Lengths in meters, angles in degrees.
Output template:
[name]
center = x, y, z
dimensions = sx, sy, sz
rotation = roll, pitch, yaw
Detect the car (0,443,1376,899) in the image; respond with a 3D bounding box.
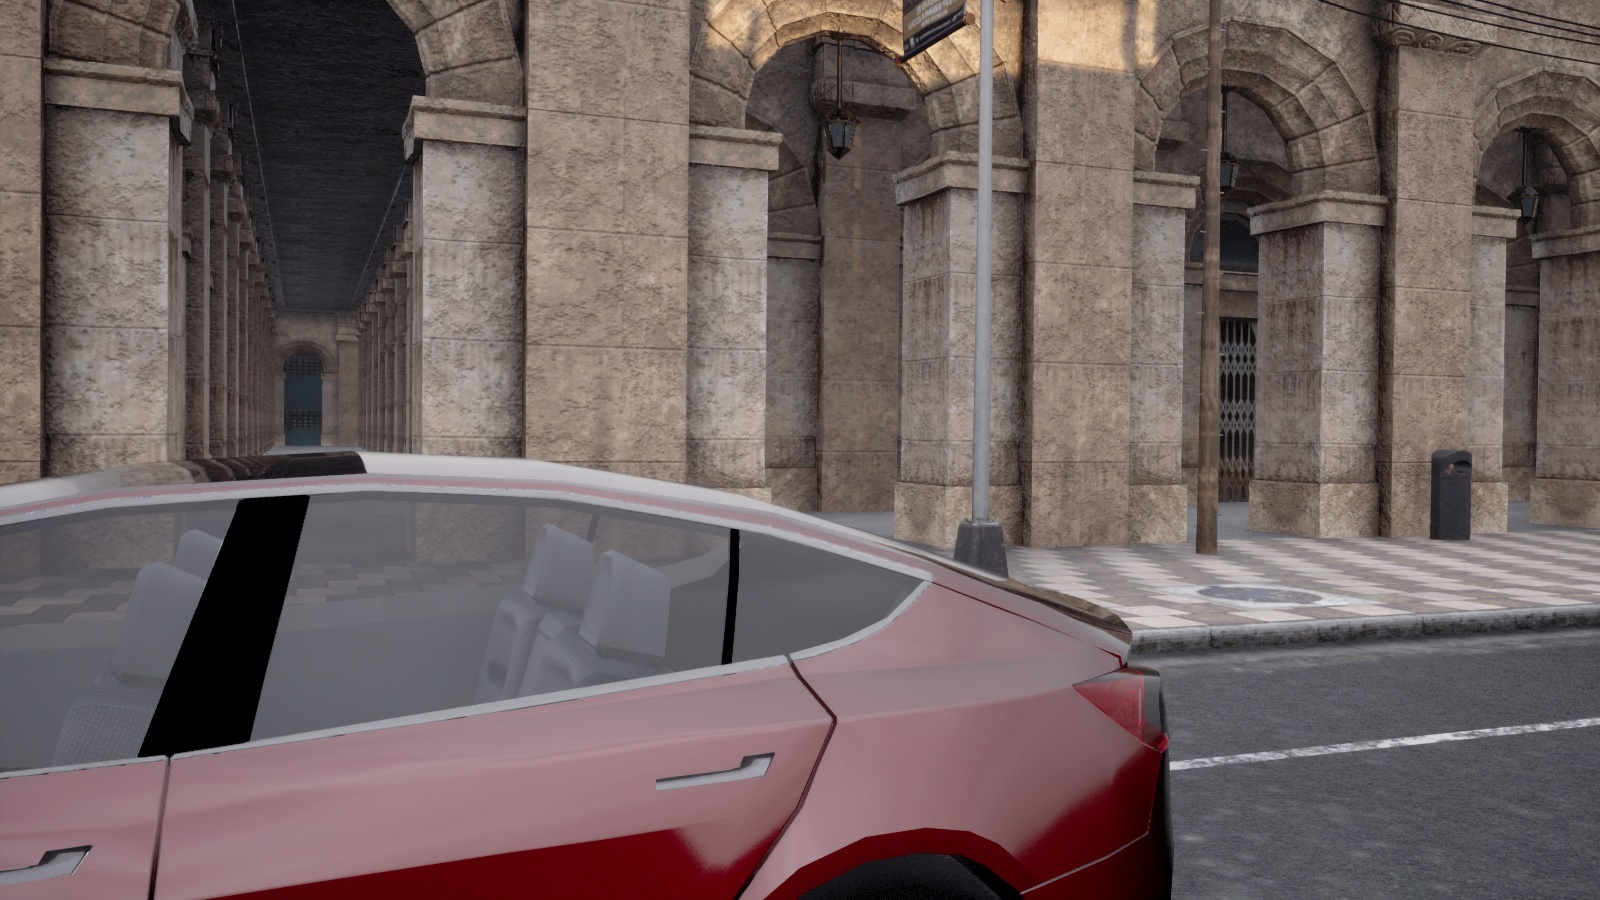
[car]
center = -1.450, 0.769, 2.707
dimensions = 4.792, 1.488, 2.163
rotation = -1, 1, -21
